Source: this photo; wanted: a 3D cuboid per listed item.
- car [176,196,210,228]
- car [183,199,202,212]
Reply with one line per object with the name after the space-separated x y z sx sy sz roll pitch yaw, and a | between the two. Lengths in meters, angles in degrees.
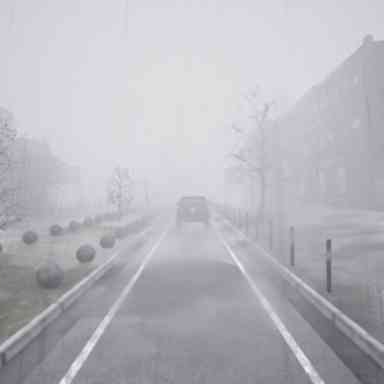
0.073 1.291 22.929 2.150 2.045 5.566 0 -1 0 | car
0.055 1.622 40.907 2.128 1.511 4.902 0 0 0 | car
